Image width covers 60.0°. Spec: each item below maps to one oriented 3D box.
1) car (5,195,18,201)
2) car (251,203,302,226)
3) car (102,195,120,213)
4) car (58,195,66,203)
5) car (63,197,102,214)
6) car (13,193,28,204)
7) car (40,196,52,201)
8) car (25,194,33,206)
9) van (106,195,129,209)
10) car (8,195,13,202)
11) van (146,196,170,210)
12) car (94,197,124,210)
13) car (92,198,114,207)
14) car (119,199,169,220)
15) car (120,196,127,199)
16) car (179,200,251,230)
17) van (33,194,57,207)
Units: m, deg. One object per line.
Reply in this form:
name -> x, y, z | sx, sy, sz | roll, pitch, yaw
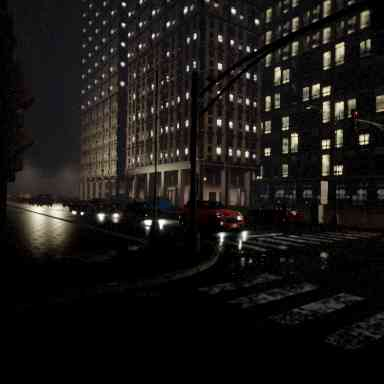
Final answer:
car -> -40.336, 1.377, 74.344 | 2.008, 1.369, 4.403 | 1, -1, -35
car -> 5.765, 1.505, 23.951 | 1.967, 1.590, 4.097 | 1, -1, -35
car -> -9.960, 1.402, 36.090 | 1.882, 1.535, 5.008 | 1, -1, -36
car -> -15.950, 1.404, 44.585 | 2.128, 1.511, 4.902 | 1, -1, -35
car -> -10.884, 1.427, 32.908 | 2.008, 1.369, 4.403 | 1, -1, -35
car -> -30.515, 1.155, 60.535 | 2.192, 1.841, 5.009 | 1, -1, -35
car -> -36.781, 1.570, 83.802 | 1.802, 1.307, 4.206 | 1, -1, -35
car -> -23.975, 1.432, 51.324 | 1.802, 1.307, 4.206 | 1, -1, -35
van -> -10.596, 1.368, 46.973 | 1.690, 1.788, 3.998 | 1, -1, -35
car -> -37.064, 1.396, 69.740 | 1.947, 1.339, 4.313 | 1, -1, -35
van -> -4.051, 1.382, 37.764 | 1.690, 1.788, 3.998 | 1, -1, -35
car -> -10.713, 1.471, 42.663 | 2.128, 1.511, 4.902 | 1, -1, -35
car -> -13.873, 1.586, 51.574 | 1.947, 1.339, 4.313 | 1, -1, -35
car -> -4.094, 1.502, 27.823 | 1.994, 1.385, 4.181 | 1, -1, -35
car -> -7.327, 1.584, 42.366 | 2.008, 1.369, 4.403 | 1, -1, -35
car -> 1.111, 1.303, 20.509 | 2.097, 1.767, 4.553 | 1, -1, -35
van -> -20.698, 1.197, 46.722 | 1.690, 1.788, 3.998 | 1, -1, -35
